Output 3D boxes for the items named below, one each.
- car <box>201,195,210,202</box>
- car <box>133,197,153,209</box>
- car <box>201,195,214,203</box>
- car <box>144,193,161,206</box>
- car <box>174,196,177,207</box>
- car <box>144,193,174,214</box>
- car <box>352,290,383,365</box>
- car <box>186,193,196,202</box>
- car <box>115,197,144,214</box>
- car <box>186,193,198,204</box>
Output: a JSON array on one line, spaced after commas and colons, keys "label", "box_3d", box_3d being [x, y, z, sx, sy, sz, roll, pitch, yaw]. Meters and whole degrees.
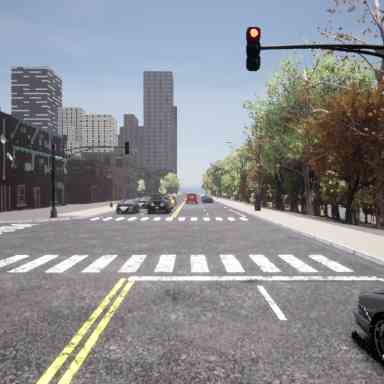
[{"label": "car", "box_3d": [3.101, 1.447, 75.901, 1.882, 1.535, 5.008, 0, 0, 0]}, {"label": "car", "box_3d": [-6.676, 1.476, 45.846, 2.128, 1.511, 4.902, 0, 0, 0]}, {"label": "car", "box_3d": [3.222, 1.539, 65.873, 1.994, 1.385, 4.181, 0, 0, 0]}, {"label": "car", "box_3d": [-6.695, 1.201, 56.655, 2.150, 2.045, 5.566, 0, 0, 1]}, {"label": "car", "box_3d": [-3.427, 1.462, 45.877, 1.882, 1.535, 5.008, 0, 0, 0]}, {"label": "car", "box_3d": [-3.423, 1.212, 35.665, 2.150, 2.045, 5.566, 0, 0, 1]}, {"label": "car", "box_3d": [3.345, 1.547, 2.555, 2.033, 1.411, 5.357, 0, 0, 0]}, {"label": "car", "box_3d": [-0.150, 1.194, 75.712, 2.150, 2.045, 5.566, 0, 0, 0]}, {"label": "car", "box_3d": [-6.662, 1.481, 34.741, 2.128, 1.511, 4.902, 0, 0, 0]}, {"label": "car", "box_3d": [-0.032, 1.193, 65.180, 2.150, 2.045, 5.566, 0, 0, 0]}]
